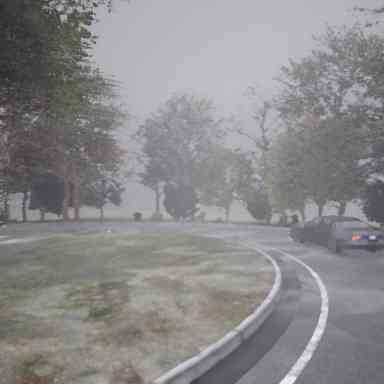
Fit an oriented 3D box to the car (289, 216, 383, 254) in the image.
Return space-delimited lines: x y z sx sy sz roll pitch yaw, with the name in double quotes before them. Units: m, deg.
"car" 6.264 1.782 14.745 2.033 1.411 5.357 0 -1 -9
